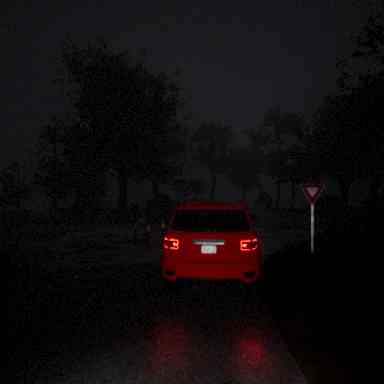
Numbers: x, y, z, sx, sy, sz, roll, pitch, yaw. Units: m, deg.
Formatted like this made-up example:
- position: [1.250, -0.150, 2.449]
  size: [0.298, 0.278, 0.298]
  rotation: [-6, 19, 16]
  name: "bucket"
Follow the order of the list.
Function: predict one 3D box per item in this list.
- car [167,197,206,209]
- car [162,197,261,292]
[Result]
- position: [-0.818, 1.471, 45.302]
  size: [5.008, 1.535, 1.882]
  rotation: [0, -1, 26]
  name: "car"
- position: [0.638, 1.220, 9.192]
  size: [2.150, 2.045, 5.566]
  rotation: [0, 0, 7]
  name: "car"
